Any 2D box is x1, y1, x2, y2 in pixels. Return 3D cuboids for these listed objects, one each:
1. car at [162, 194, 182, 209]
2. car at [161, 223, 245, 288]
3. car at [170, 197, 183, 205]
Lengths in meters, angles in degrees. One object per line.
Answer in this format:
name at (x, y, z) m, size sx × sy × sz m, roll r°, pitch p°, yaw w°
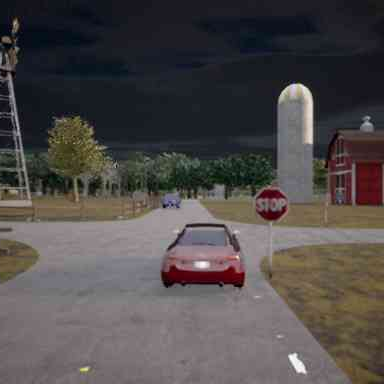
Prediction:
car at (-2.832, 1.239, 45.672) m, size 2.150 × 2.045 × 5.566 m, roll 0°, pitch 0°, yaw 0°
car at (0.381, 1.547, 9.240) m, size 1.994 × 1.385 × 4.181 m, roll 0°, pitch 0°, yaw 5°
car at (-2.768, 1.642, 61.556) m, size 2.033 × 1.411 × 5.357 m, roll 0°, pitch 0°, yaw 1°
